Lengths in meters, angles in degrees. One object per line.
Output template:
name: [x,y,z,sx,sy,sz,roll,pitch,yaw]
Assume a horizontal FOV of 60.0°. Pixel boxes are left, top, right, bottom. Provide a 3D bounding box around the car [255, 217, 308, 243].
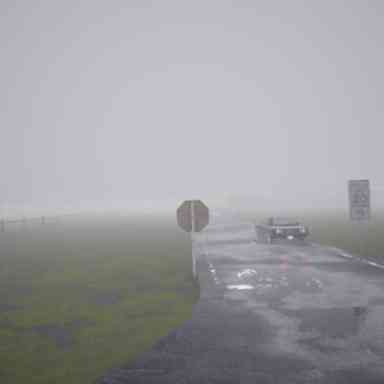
car: [5.003,2.115,19.331,1.895,1.301,4.718,-2,-2,-2]
